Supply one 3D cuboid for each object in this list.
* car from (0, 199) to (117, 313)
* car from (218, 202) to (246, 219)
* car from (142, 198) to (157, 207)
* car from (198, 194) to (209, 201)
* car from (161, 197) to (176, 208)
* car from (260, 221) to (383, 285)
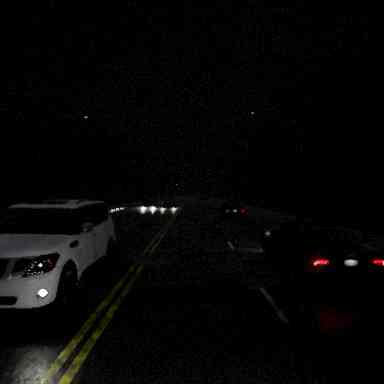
[{"bbox_3d":[-3.352,1.211,7.972,2.150,2.045,5.566,0,0,0],"label":"car"},{"bbox_3d":[3.345,1.516,28.342,2.033,1.411,5.357,0,0,0],"label":"car"},{"bbox_3d":[-6.577,1.564,51.564,1.895,1.301,4.718,0,0,0],"label":"car"},{"bbox_3d":[3.235,1.411,81.841,2.033,1.649,4.856,0,0,0],"label":"car"},{"bbox_3d":[-3.342,1.440,48.400,1.882,1.535,5.008,0,0,0],"label":"car"},{"bbox_3d":[3.346,1.535,9.504,2.033,1.411,5.357,0,0,0],"label":"car"}]
